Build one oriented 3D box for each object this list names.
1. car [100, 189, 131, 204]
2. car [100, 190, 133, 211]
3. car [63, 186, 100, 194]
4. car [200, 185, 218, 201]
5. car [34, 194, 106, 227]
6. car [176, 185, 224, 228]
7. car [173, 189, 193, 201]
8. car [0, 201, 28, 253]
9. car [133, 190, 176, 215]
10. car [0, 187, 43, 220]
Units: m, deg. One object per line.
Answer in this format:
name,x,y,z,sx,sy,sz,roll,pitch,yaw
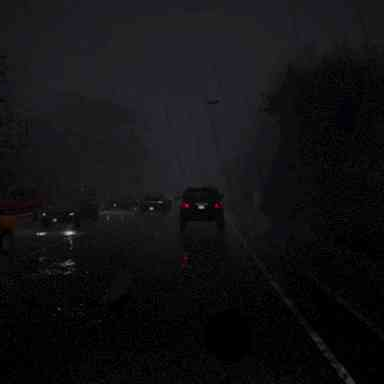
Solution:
car,-8.796,0.476,38.918,2.128,1.511,4.902,0,1,5
car,-6.038,0.814,28.663,1.994,1.385,4.181,0,1,4
car,-9.545,0.474,28.570,2.150,2.045,5.566,0,1,4
car,2.363,0.062,44.442,2.150,2.045,5.566,0,1,5
car,-6.610,1.038,18.601,1.812,1.442,4.674,0,1,3
car,0.561,0.741,18.301,2.150,2.045,5.566,0,1,2
car,-1.159,0.388,44.437,2.033,1.411,5.357,0,1,5
car,-6.925,1.232,9.291,1.882,1.535,5.008,0,1,2
car,-2.612,0.839,24.932,2.128,1.511,4.902,0,1,3
car,-10.133,0.743,18.227,2.150,2.045,5.566,0,1,3
